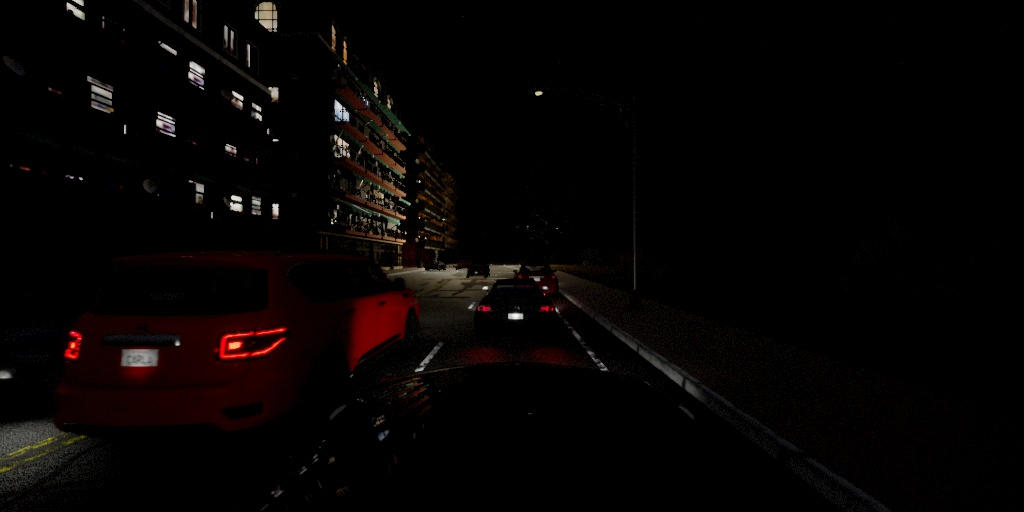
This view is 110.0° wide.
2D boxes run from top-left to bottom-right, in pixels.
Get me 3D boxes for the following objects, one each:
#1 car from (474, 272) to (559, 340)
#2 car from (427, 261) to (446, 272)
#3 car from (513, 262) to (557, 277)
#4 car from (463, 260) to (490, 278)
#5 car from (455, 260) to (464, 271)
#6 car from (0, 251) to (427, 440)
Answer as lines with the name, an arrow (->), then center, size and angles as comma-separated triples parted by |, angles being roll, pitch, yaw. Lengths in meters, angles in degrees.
car -> 0.096, 1.315, 9.999 | 1.994, 1.385, 4.181 | 0, 0, 0
car -> -9.837, 1.299, 46.374 | 2.033, 1.411, 5.357 | 0, 0, 0
car -> 1.141, 1.103, 18.579 | 2.097, 1.767, 4.553 | 0, 0, 0
car -> -3.140, 1.278, 33.895 | 1.812, 1.442, 4.674 | 0, 0, 0
car -> -6.583, 1.276, 49.287 | 1.812, 1.442, 4.674 | 0, 0, 0
car -> -3.152, 0.970, 5.720 | 2.150, 2.045, 5.566 | 0, 0, 0
